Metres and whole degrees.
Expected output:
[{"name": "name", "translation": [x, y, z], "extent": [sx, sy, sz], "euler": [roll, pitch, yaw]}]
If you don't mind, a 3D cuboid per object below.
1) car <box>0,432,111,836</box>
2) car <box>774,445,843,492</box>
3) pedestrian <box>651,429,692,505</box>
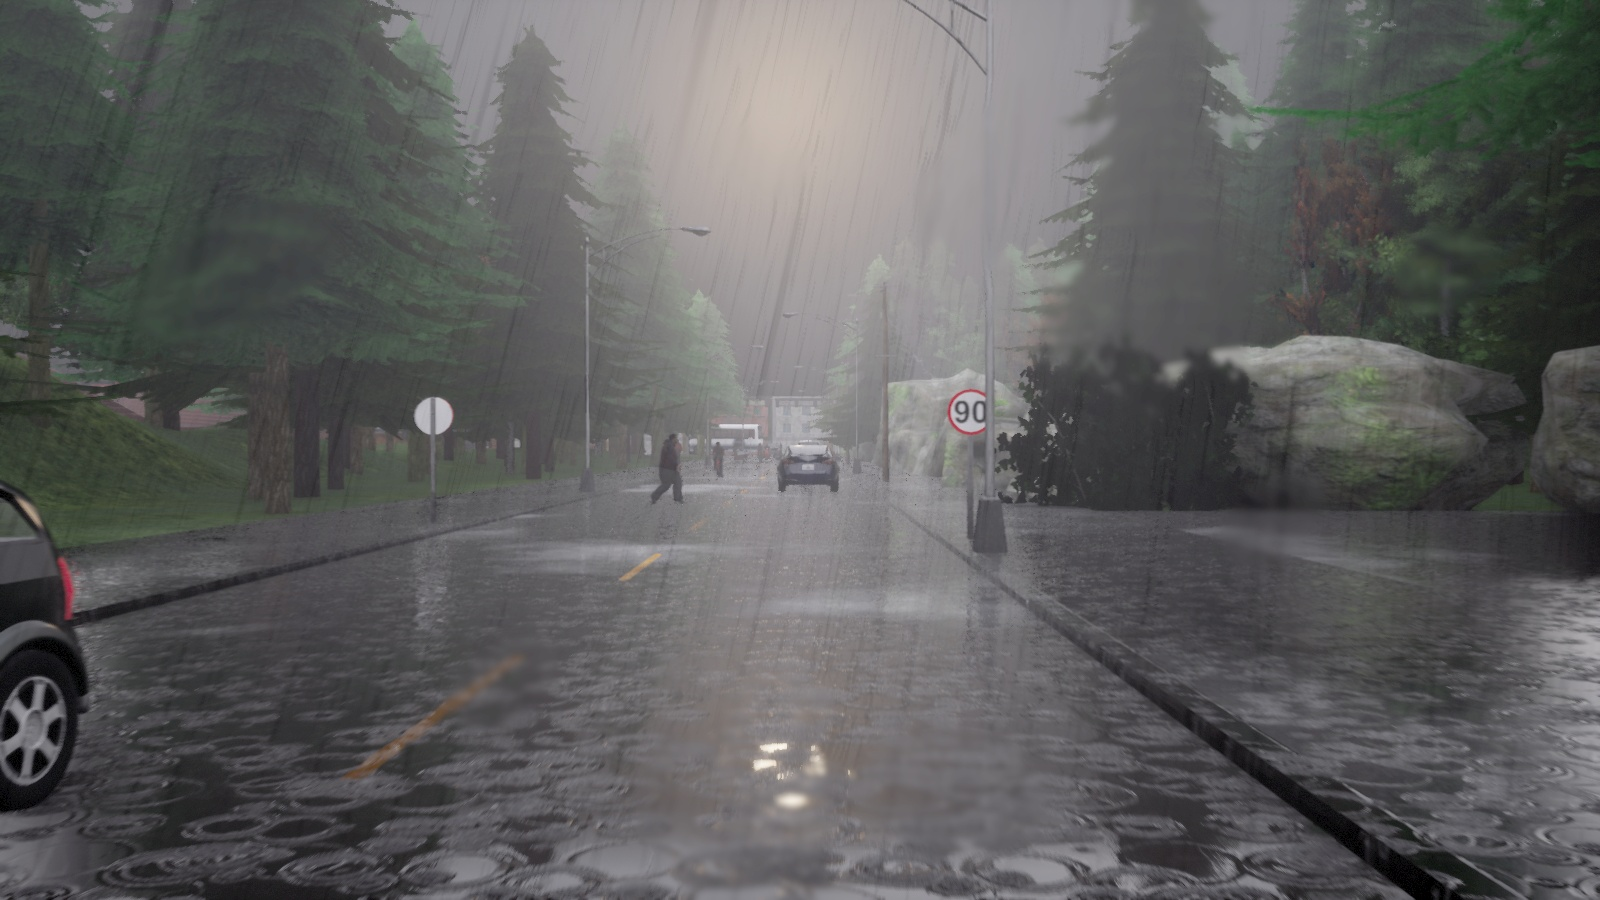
[{"name": "car", "translation": [-3.963, 0.707, 3.724], "extent": [1.789, 1.549, 3.705], "euler": [0, 0, 0]}, {"name": "car", "translation": [0.276, 0.569, 41.802], "extent": [2.163, 1.488, 4.792], "euler": [0, 0, 0]}, {"name": "pedestrian", "translation": [-3.109, 0.404, 30.493], "extent": [0.899, 1.844, 0.634], "euler": [0, 0, 4]}]
